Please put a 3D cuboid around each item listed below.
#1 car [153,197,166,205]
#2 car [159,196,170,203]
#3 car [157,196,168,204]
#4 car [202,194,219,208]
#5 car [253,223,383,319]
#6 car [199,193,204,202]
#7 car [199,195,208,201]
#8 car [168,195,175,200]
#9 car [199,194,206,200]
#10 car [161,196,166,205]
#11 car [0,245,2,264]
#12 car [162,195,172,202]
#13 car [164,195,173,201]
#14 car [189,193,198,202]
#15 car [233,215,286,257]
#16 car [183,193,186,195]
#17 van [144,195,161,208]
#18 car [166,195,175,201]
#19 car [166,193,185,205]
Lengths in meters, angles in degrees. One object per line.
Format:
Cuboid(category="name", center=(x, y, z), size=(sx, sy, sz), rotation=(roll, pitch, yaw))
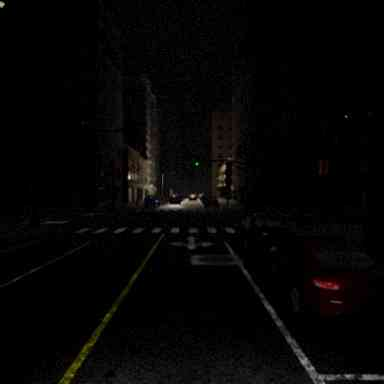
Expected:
Cuboid(category="car", center=(-5.723, 1.537, 58.691), size=(1.947, 1.339, 4.313), rotation=(0, 0, 0))
Cuboid(category="car", center=(-5.684, 1.531, 70.028), size=(1.947, 1.339, 4.313), rotation=(0, 0, 0))
Cuboid(category="car", center=(-5.703, 1.551, 64.360), size=(1.802, 1.307, 4.206), rotation=(0, 0, 0))
Cuboid(category="car", center=(2.764, 1.417, 47.327), size=(1.967, 1.590, 4.097), rotation=(0, 0, 0))
Cuboid(category="car", center=(2.661, 1.578, 7.084), size=(1.802, 1.307, 4.206), rotation=(0, 0, 0))
Cuboid(category="car", center=(2.803, 1.412, 58.665), size=(1.967, 1.590, 4.097), rotation=(0, 0, 0))
Cuboid(category="car", center=(2.881, 1.508, 81.343), size=(2.008, 1.369, 4.403), rotation=(0, 0, 0))
Cuboid(category="car", center=(-5.606, 1.473, 92.531), size=(1.752, 1.417, 4.829), rotation=(0, 0, 0))
Cuboid(category="car", center=(2.920, 1.388, 92.681), size=(1.967, 1.590, 4.097), rotation=(0, 0, 0))
Cuboid(category="car", center=(-5.742, 1.414, 53.023), size=(1.967, 1.590, 4.097), rotation=(0, 0, 0))
Cuboid(category="car", center=(-5.865, 1.546, 7.070), size=(2.008, 1.369, 4.403), rotation=(0, 0, 0))
Cuboid(category="car", center=(-5.665, 1.487, 75.526), size=(1.752, 1.417, 4.829), rotation=(0, 0, 0))
Cuboid(category="car", center=(-5.645, 1.523, 81.364), size=(1.947, 1.339, 4.313), rotation=(0, 0, 0))
Cuboid(category="car", center=(0.200, 1.477, 77.312), size=(2.128, 1.511, 4.902), rotation=(0, 0, 0))
Cuboid(category="car", center=(2.655, 1.543, 12.677), size=(2.008, 1.369, 4.403), rotation=(0, 0, 0))
Cuboid(category="car", center=(-2.812, 1.558, 73.579), size=(1.895, 1.301, 4.718), rotation=(0, 0, 0))
Cuboid(category="van", center=(-5.762, 1.317, 47.354), size=(1.690, 1.788, 3.998), rotation=(0, 0, 0))
Cuboid(category="car", center=(-5.625, 1.497, 87.032), size=(1.887, 1.381, 4.507), rotation=(0, 0, 0))
Cuboid(category="car", center=(-2.909, 1.463, 58.455), size=(2.128, 1.511, 4.902), rotation=(0, 0, 1))
